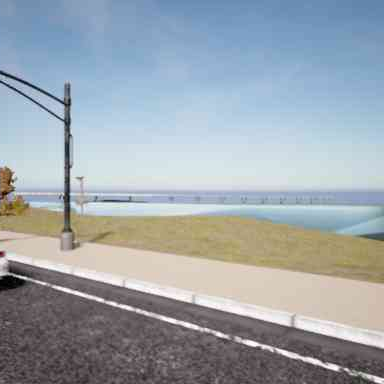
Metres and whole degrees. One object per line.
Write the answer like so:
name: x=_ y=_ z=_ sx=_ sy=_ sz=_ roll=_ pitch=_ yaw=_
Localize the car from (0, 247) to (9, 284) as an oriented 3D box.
car: x=-6.278 y=1.526 z=8.162 sx=4.674 sy=1.442 sz=1.812 roll=0 pitch=0 yaw=36
